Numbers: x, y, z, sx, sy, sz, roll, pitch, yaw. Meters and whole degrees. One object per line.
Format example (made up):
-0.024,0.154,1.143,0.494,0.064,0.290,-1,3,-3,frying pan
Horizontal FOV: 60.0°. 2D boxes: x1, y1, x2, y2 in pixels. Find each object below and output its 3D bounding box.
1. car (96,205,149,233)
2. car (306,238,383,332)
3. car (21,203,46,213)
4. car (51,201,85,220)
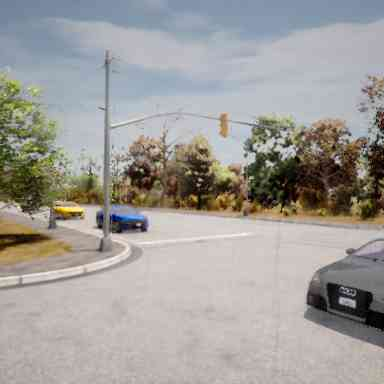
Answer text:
-4.461,1.601,20.955,1.882,1.535,5.008,1,0,-35,car
4.191,1.640,6.580,4.181,1.385,1.994,1,0,-34,car
-19.115,1.807,40.120,1.895,1.301,4.718,1,-1,-38,car
-11.189,1.626,29.872,1.882,1.535,5.008,1,0,-38,car
